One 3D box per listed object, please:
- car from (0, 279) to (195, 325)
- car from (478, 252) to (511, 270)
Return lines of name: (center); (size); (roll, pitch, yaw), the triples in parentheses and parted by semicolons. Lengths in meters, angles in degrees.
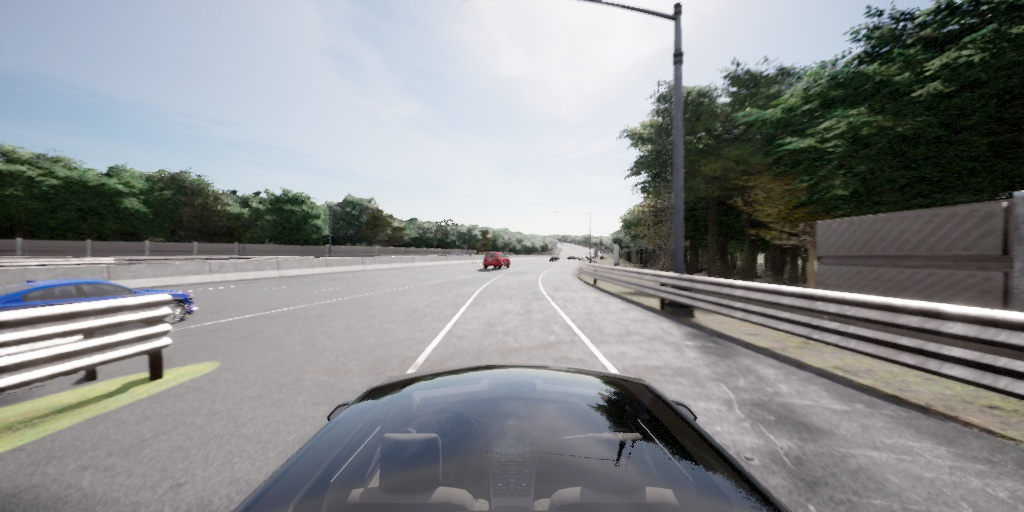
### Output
car: (-11.713, 1.354, 9.708); (1.882, 1.535, 5.008); (0, 1, 16)
car: (-1.817, 0.586, 44.045); (2.150, 2.045, 5.566); (0, 1, 16)
